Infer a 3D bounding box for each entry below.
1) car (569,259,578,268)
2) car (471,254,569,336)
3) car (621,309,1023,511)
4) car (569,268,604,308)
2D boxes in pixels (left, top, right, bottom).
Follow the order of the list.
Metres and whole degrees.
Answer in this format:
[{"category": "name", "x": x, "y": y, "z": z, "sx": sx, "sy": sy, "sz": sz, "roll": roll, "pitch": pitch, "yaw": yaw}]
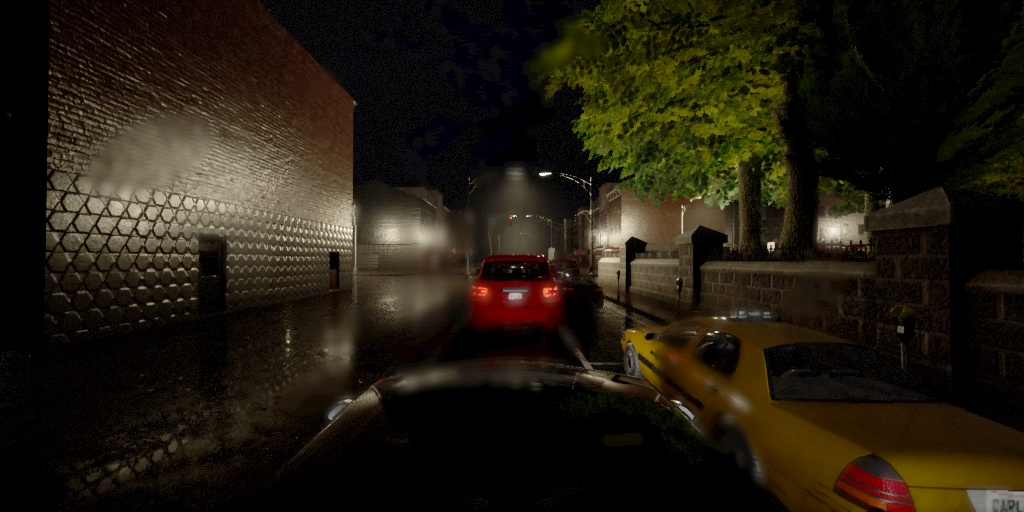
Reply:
[{"category": "car", "x": 2.631, "y": 1.078, "z": 20.377, "sx": 2.192, "sy": 1.841, "sz": 5.009, "roll": 0, "pitch": 0, "yaw": 0}, {"category": "car", "x": 0.096, "y": 0.975, "z": 10.515, "sx": 2.150, "sy": 2.045, "sz": 5.566, "roll": 0, "pitch": 0, "yaw": 0}, {"category": "car", "x": 2.637, "y": 1.276, "z": 4.200, "sx": 1.751, "sy": 1.417, "sz": 4.829, "roll": 0, "pitch": 0, "yaw": 0}, {"category": "car", "x": 2.633, "y": 1.339, "z": 14.928, "sx": 1.802, "sy": 1.307, "sz": 4.207, "roll": 0, "pitch": 0, "yaw": 0}]
